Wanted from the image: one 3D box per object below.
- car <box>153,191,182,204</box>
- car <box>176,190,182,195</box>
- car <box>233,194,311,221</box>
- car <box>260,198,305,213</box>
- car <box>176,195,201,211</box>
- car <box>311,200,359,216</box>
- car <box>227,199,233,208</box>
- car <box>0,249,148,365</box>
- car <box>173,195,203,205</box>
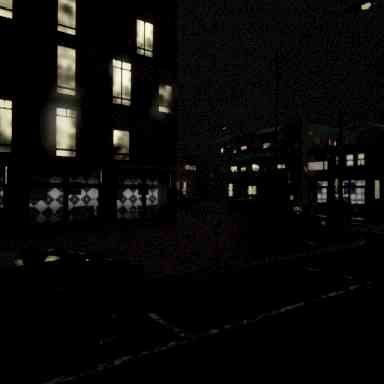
[{"bbox_3d":[-3.898,0.793,52.097,2.192,1.841,5.009,1,0,-36],"label":"car"},{"bbox_3d":[-3.399,0.745,47.034,2.150,2.045,5.566,0,1,-37],"label":"car"},{"bbox_3d":[5.802,1.101,24.801,2.192,1.841,5.009,1,0,-36],"label":"car"},{"bbox_3d":[9.254,1.340,34.236,1.802,1.307,4.206,1,0,-36],"label":"car"},{"bbox_3d":[-0.783,1.230,33.732,1.802,1.307,4.206,1,0,-36],"label":"car"},{"bbox_3d":[12.543,1.371,29.771,1.887,1.381,4.507,1,0,-36],"label":"car"},{"bbox_3d":[5.966,1.130,38.703,1.967,1.590,4.097,1,0,-36],"label":"car"},{"bbox_3d":[-2.695,1.566,4.633,4.313,1.339,1.947,0,0,-36],"label":"car"},{"bbox_3d":[-0.614,1.101,47.633,2.008,1.369,4.403,1,0,-36],"label":"car"}]
